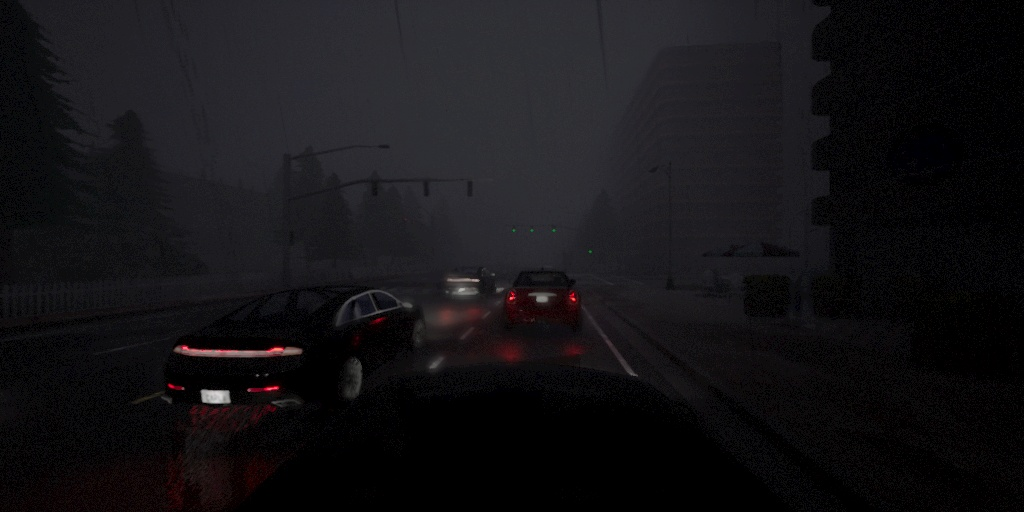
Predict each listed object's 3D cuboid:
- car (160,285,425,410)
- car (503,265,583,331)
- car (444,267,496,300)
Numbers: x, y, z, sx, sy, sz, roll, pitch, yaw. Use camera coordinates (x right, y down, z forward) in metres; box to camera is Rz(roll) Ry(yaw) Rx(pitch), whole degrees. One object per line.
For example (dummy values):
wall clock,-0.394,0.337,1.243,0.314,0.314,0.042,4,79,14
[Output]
car,-2.928,1.241,6.116,2.128,1.511,4.902,0,0,3
car,0.950,1.132,11.290,2.097,1.767,4.553,0,0,5
car,-1.978,1.278,18.030,2.128,1.511,4.902,0,0,5
